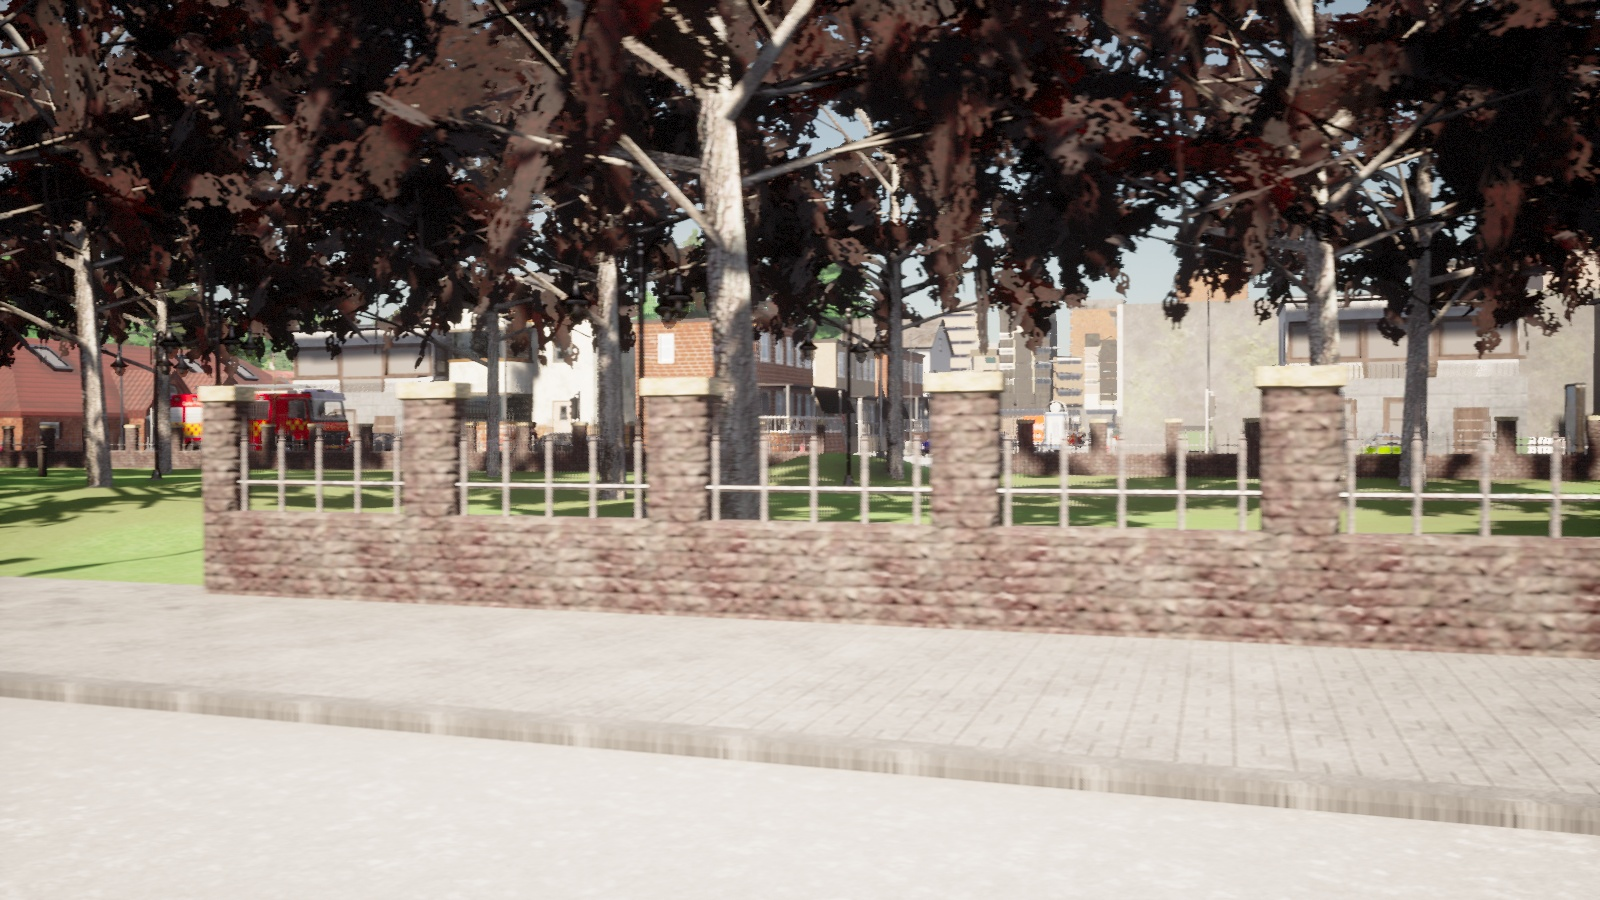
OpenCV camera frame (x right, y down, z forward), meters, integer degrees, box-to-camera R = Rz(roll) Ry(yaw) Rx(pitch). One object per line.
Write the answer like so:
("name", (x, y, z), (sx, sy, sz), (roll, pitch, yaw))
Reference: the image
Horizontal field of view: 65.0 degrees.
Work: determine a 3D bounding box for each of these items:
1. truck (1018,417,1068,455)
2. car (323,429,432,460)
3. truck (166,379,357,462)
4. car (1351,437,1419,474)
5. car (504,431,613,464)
("truck", (16.541, -0.964, 85.307), (2.627, 2.467, 5.204), (1, 1, 19))
("car", (-21.157, -0.304, 62.897), (4.902, 1.511, 2.128), (1, 1, 18))
("truck", (-25.740, -1.397, 60.088), (8.468, 3.827, 2.891), (0, 1, 16))
("car", (22.403, 0.194, 48.174), (2.207, 1.376, 1.481), (1, 1, 19))
("car", (-11.436, -0.162, 59.336), (4.892, 1.490, 1.837), (1, 1, 24))
